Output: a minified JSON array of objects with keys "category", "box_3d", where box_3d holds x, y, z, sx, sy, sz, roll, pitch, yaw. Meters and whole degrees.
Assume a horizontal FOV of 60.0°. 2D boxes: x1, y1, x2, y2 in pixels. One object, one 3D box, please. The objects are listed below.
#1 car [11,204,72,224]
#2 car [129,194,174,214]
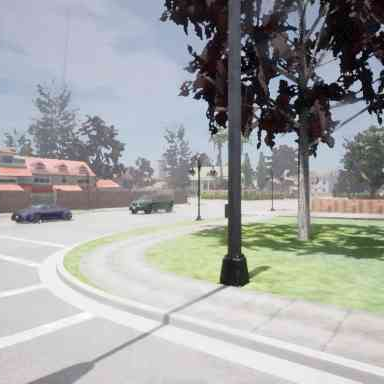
[{"category":"car","box_3d":[-11.145,1.571,24.909,1.994,1.385,4.181,0,0,34]},{"category":"car","box_3d":[-4.169,1.222,35.220,2.150,2.045,5.566,0,0,35]}]
